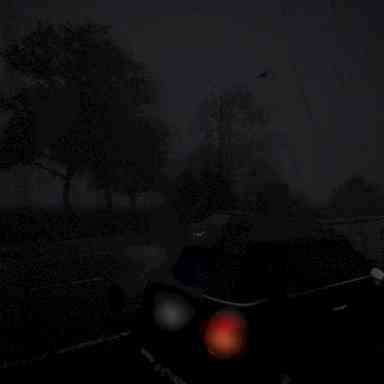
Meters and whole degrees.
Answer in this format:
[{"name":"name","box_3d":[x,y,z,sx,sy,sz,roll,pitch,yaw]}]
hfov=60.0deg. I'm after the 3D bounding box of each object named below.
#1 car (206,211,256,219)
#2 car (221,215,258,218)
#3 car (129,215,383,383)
[{"name":"car","box_3d":[1.496,1.523,13.657,4.674,1.442,1.812,0,0,-35]},{"name":"car","box_3d":[3.170,1.562,10.551,4.181,1.385,1.994,0,0,-35]},{"name":"car","box_3d":[1.505,1.351,4.818,4.553,1.767,2.097,0,0,-35]}]
